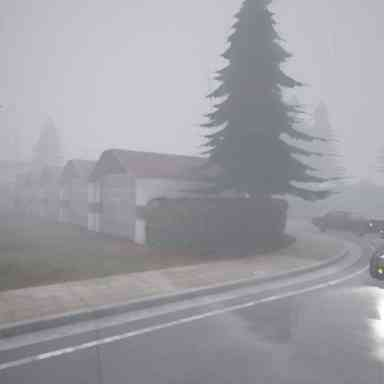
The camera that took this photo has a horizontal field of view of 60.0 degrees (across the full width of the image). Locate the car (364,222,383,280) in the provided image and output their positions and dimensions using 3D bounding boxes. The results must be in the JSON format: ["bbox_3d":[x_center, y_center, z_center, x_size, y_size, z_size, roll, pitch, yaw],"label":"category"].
[{"bbox_3d":[6.528,1.703,9.437,1.994,1.385,4.181,0,0,39],"label":"car"}]

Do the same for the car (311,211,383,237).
[{"bbox_3d":[9.568,1.861,20.209,1.895,1.301,4.718,1,-1,-21],"label":"car"}]

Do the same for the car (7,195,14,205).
[{"bbox_3d":[-32.621,1.425,61.054,1.905,1.878,3.866,1,-1,-36],"label":"car"}]
